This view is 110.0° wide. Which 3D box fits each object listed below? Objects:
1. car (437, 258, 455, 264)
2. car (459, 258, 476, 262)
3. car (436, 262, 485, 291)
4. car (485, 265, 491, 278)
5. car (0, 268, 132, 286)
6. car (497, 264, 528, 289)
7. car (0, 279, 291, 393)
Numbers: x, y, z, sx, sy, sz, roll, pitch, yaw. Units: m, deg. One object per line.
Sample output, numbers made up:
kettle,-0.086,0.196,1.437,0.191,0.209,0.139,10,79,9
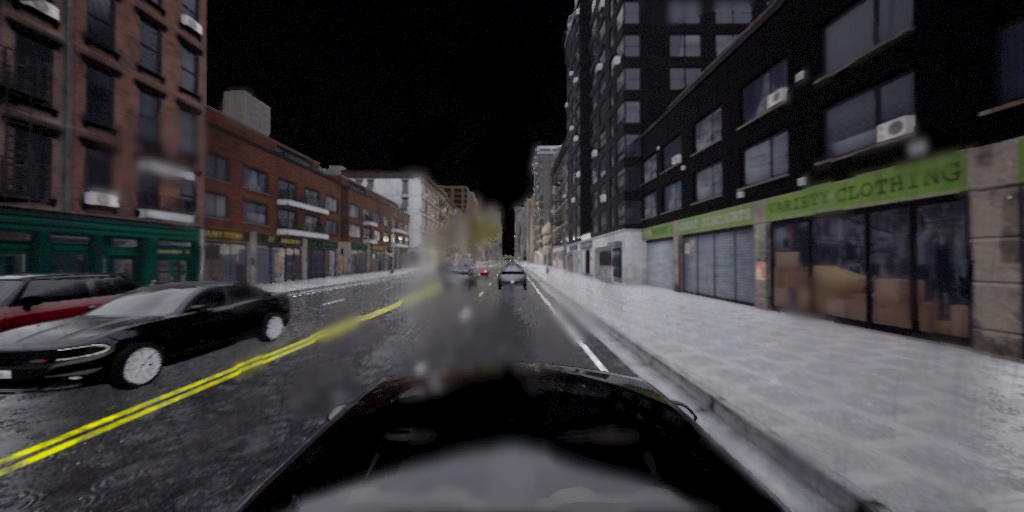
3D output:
car,-9.831,1.263,53.646,2.150,2.045,5.566,0,0,0
car,-6.581,1.269,53.672,2.150,2.045,5.566,0,0,0
car,-3.178,1.366,23.090,2.128,1.511,4.902,0,0,0
car,-3.208,1.548,37.515,1.895,1.301,4.718,0,0,0
car,-9.854,1.150,7.056,2.097,1.767,4.553,0,0,0
car,0.040,1.365,24.021,2.128,1.511,4.902,0,0,0
car,-6.605,1.270,7.137,1.882,1.535,5.008,0,0,0
